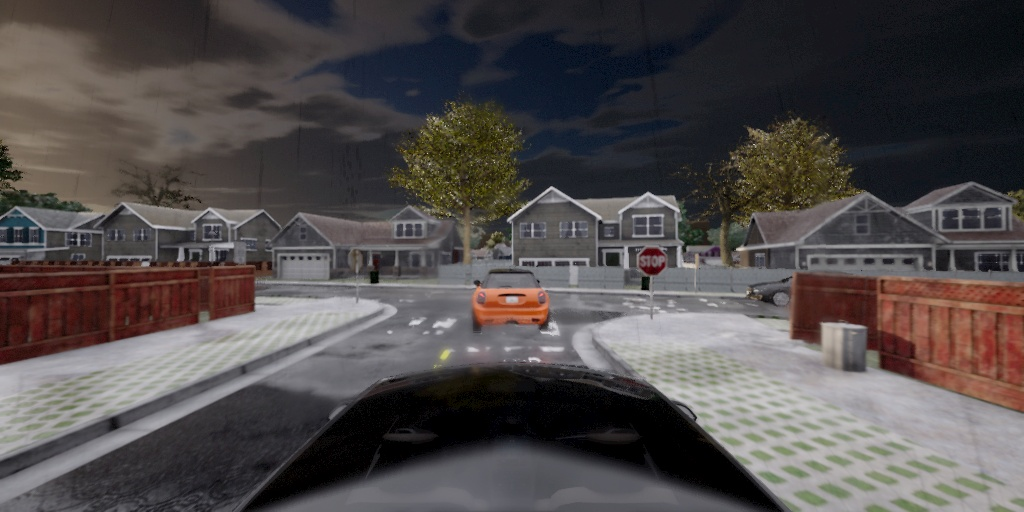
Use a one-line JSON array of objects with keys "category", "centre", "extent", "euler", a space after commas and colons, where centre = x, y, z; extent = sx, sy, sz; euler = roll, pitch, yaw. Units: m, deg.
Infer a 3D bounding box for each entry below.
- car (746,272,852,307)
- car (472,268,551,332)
[{"category": "car", "centre": [12.909, 1.425, 15.379], "extent": [4.892, 1.490, 1.837], "euler": [0, -1, 18]}, {"category": "car", "centre": [-0.151, 1.163, 11.331], "extent": [2.097, 1.767, 4.553], "euler": [0, 0, -4]}]
